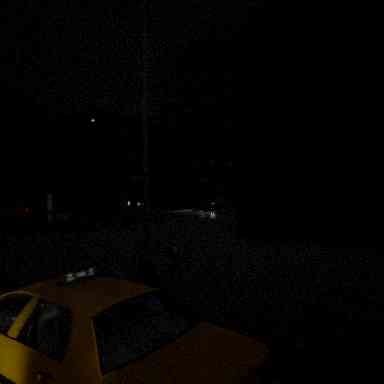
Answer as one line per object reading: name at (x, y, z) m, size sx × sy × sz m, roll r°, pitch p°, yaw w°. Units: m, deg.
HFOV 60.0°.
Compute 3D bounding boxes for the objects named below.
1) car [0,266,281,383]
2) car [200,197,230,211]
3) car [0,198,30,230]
car at (-1.475, 1.553, 3.868) m, size 4.829 × 1.417 × 1.752 m, roll -1°, pitch -1°, yaw 35°
car at (2.962, 1.470, 42.823) m, size 2.097 × 1.767 × 4.553 m, roll -1°, pitch -1°, yaw 35°
car at (-12.937, 1.390, 20.396) m, size 2.150 × 2.045 × 5.566 m, roll -1°, pitch -1°, yaw 35°
